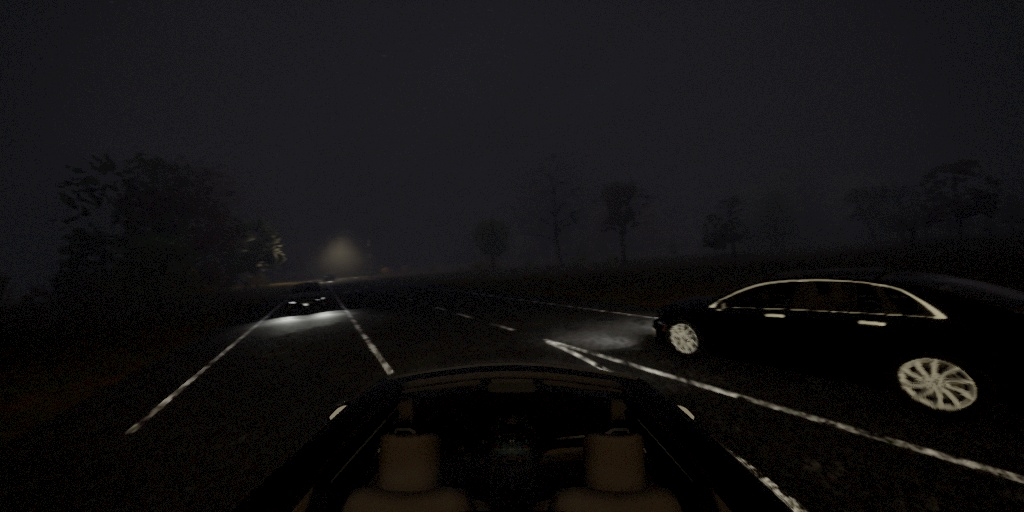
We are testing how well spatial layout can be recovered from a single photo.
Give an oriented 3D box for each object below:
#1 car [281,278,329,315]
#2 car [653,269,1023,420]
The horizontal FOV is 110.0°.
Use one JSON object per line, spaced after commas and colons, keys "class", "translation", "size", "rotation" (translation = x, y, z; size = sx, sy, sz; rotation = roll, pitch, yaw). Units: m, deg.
{"class": "car", "translation": [-11.280, 2.235, 19.716], "size": [1.837, 1.490, 4.892], "rotation": [-4, 0, -28]}
{"class": "car", "translation": [4.406, 0.964, 5.291], "size": [1.837, 1.490, 4.892], "rotation": [-4, 0, -28]}
